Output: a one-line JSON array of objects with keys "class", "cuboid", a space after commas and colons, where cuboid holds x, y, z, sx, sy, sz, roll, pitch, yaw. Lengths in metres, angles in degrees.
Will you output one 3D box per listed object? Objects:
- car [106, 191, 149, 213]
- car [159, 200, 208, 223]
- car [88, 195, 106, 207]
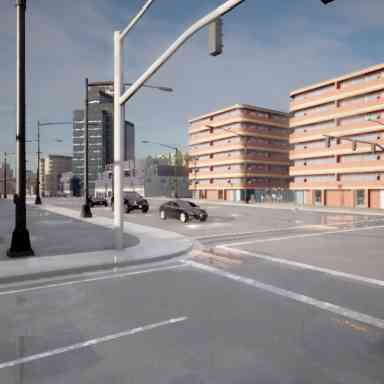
[{"class": "car", "cuboid": [-6.281, 0.945, 32.984, 2.150, 2.045, 5.566, 0, 1, -34]}, {"class": "car", "cuboid": [-0.719, 1.373, 24.830, 1.837, 1.490, 4.892, 0, 1, -34]}, {"class": "car", "cuboid": [-11.945, 1.111, 41.288, 1.994, 1.385, 4.181, 0, 1, -34]}]
